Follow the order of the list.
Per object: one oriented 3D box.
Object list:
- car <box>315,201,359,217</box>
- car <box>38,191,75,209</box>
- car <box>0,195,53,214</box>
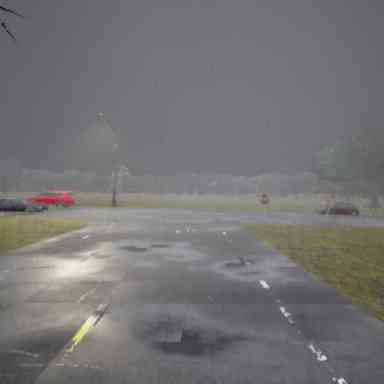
[{"bbox_3d":[16.610,1.865,38.229,4.553,1.767,2.097,2,1,0],"label":"car"},{"bbox_3d":[-16.386,0.858,38.390,5.566,2.045,2.150,1,1,0],"label":"car"},{"bbox_3d":[-16.490,1.289,31.398,5.357,1.411,2.033,2,1,0],"label":"car"}]
